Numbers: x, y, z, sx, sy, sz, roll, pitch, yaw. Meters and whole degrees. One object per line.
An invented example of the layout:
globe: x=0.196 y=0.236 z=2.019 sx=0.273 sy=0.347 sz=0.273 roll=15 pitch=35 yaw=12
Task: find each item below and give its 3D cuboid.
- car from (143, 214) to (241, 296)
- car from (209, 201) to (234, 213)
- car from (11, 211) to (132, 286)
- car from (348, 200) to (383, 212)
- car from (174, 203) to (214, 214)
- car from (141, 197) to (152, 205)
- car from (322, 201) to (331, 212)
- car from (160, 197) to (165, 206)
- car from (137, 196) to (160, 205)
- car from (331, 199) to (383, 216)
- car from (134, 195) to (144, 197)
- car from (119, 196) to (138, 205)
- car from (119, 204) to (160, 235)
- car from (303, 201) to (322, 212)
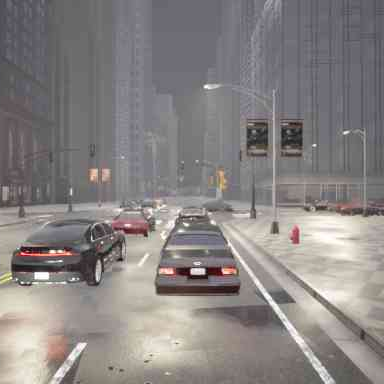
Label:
car: x=0.112 y=1.557 z=8.806 sx=2.033 sy=1.411 sz=5.357 roll=0 pitch=0 yaw=0
car: x=2.698 y=1.700 z=38.303 sx=4.181 sy=1.385 sz=1.994 roll=-1 pitch=0 yaw=35
car: x=-3.144 y=1.515 z=9.392 sx=1.837 sy=1.490 sz=4.892 roll=0 pitch=0 yaw=0
car: x=20.852 y=1.641 z=38.873 sx=4.313 sy=1.339 sz=1.947 roll=0 pitch=0 yaw=-1
car: x=0.059 y=1.542 z=18.545 sx=1.837 sy=1.490 sz=4.892 roll=0 pitch=0 yaw=1
car: x=-9.701 y=1.901 z=71.141 sx=1.812 sy=1.442 sz=4.674 roll=0 pitch=0 yaw=0
car: x=17.290 y=1.533 z=36.068 sx=5.008 sy=1.535 sz=1.882 roll=0 pitch=-1 yaw=-1
car: x=-6.528 y=1.644 z=60.168 sx=2.097 sy=1.767 sz=4.553 roll=0 pitch=0 yaw=0
car: x=-6.559 y=1.775 z=50.886 sx=2.033 sy=1.411 sz=5.357 roll=0 pitch=0 yaw=0
car: x=15.336 y=1.576 z=30.266 sx=4.206 sy=1.307 sz=1.802 roll=0 pitch=0 yaw=-1
car: x=-9.775 y=1.518 z=60.794 sx=2.150 sy=2.045 sz=5.566 roll=0 pitch=0 yaw=0
car: x=-9.840 y=1.731 z=50.775 sx=1.837 sy=1.490 sz=4.892 roll=0 pitch=0 yaw=-2
car: x=-3.138 y=1.600 z=18.293 sx=1.994 sy=1.385 sz=4.181 roll=0 pitch=0 yaw=0
car: x=15.212 y=1.660 z=38.789 sx=4.313 sy=1.339 sz=1.947 roll=0 pitch=0 yaw=-1
